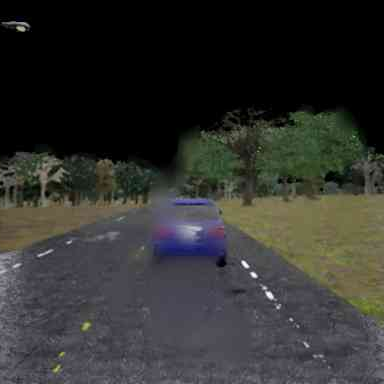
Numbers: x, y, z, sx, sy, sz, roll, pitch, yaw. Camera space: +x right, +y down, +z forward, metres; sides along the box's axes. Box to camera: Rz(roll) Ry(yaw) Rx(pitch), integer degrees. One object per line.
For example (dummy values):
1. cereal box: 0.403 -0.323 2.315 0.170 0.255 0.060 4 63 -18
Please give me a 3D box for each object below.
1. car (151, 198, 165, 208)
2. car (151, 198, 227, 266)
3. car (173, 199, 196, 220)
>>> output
1. car: -5.331 1.657 52.697 1.837 1.490 4.892 0 -1 -2
2. car: -0.083 1.227 11.709 2.150 2.045 5.566 0 0 -1
3. car: -0.699 1.467 29.477 1.882 1.535 5.008 0 0 -2
